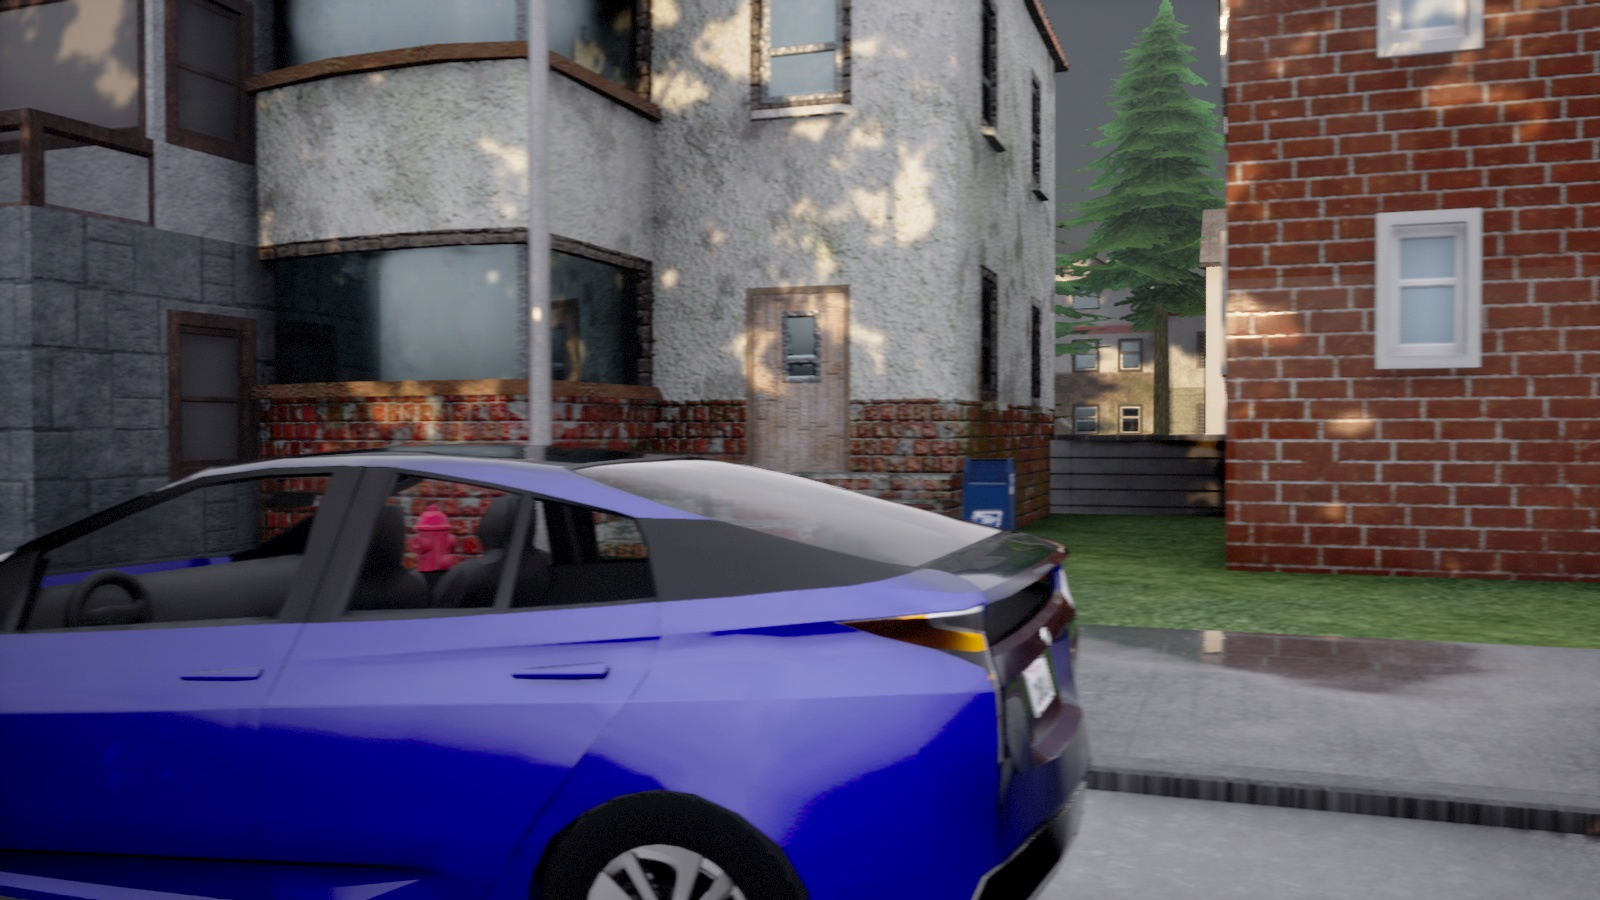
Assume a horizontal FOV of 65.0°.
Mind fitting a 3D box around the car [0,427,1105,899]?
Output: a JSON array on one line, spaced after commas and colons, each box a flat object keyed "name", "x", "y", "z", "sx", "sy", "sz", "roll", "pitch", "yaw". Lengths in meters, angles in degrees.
[{"name": "car", "x": -1.394, "y": 0.694, "z": 4.248, "sx": 4.514, "sy": 1.525, "sz": 2.007, "roll": 1, "pitch": 1, "yaw": 20}]
